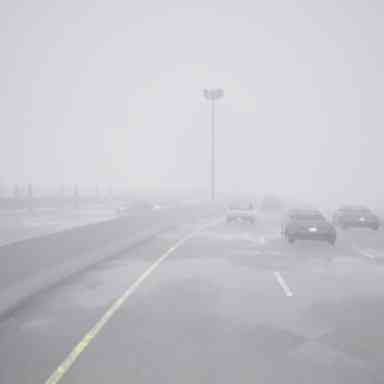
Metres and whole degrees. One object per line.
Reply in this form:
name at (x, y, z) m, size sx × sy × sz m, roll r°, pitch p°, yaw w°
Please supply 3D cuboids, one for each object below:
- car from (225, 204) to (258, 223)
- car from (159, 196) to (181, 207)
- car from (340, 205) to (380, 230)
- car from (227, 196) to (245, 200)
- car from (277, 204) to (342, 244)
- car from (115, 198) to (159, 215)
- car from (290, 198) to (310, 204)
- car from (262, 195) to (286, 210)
car at (3.717, 1.483, 24.191) m, size 1.895 × 1.301 × 4.718 m, roll 0°, pitch 0°, yaw 15°
car at (-3.121, 1.308, 45.813) m, size 1.994 × 1.385 × 4.181 m, roll 0°, pitch 0°, yaw 26°
car at (10.001, 1.487, 20.531) m, size 1.994 × 1.385 × 4.181 m, roll 0°, pitch 0°, yaw 14°
car at (6.560, 1.305, 49.236) m, size 2.033 × 1.411 × 5.357 m, roll 0°, pitch 0°, yaw 30°
car at (5.317, 1.498, 15.589) m, size 1.994 × 1.385 × 4.181 m, roll 0°, pitch 0°, yaw 10°
car at (-5.303, 1.307, 31.109) m, size 2.128 × 1.511 × 4.902 m, roll 0°, pitch 0°, yaw 19°
car at (11.522, 1.374, 35.455) m, size 1.812 × 1.442 × 4.674 m, roll 0°, pitch 0°, yaw 23°
car at (9.879, 1.170, 40.057) m, size 2.097 × 1.767 × 4.553 m, roll 0°, pitch 0°, yaw 26°
